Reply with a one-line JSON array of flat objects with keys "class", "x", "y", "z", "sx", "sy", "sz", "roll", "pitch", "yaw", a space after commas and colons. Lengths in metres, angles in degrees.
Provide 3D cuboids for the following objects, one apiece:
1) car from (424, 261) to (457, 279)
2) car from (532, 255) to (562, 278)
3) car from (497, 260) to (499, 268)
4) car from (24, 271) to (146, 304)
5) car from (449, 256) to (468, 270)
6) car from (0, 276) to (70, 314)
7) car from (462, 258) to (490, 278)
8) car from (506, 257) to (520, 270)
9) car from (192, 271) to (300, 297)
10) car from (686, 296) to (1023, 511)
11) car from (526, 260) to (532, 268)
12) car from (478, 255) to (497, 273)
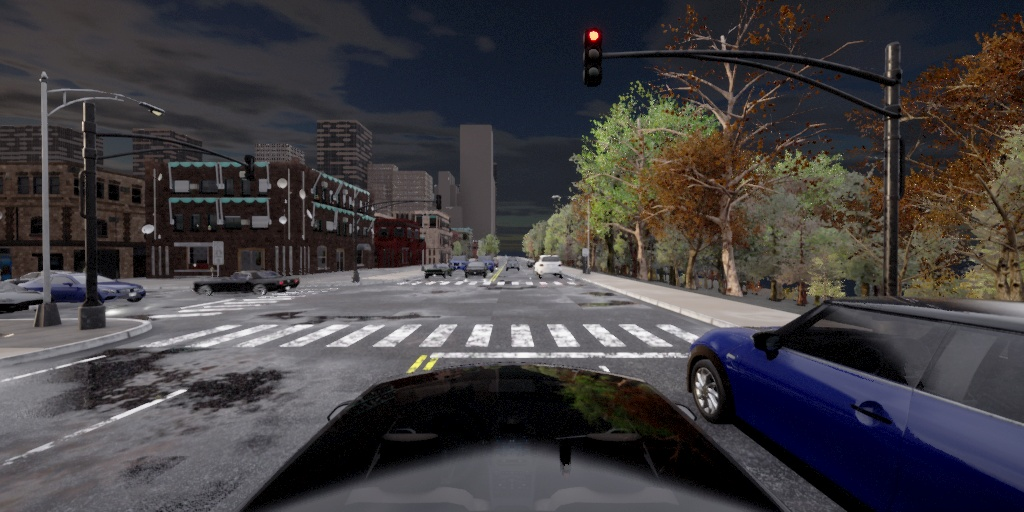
[{"class": "car", "x": -6.594, "y": 1.340, "z": 32.785, "sx": 1.895, "sy": 1.301, "sz": 4.718, "roll": 0, "pitch": 0, "yaw": 0}, {"class": "car", "x": 3.357, "y": 0.960, "z": 33.533, "sx": 2.150, "sy": 2.045, "sz": 5.566, "roll": 0, "pitch": 0, "yaw": 0}, {"class": "car", "x": -3.305, "y": 1.079, "z": 58.689, "sx": 2.097, "sy": 1.767, "sz": 4.553, "roll": 0, "pitch": 0, "yaw": 0}, {"class": "car", "x": -19.324, "y": 1.490, "z": 16.068, "sx": 4.674, "sy": 1.442, "sz": 1.812, "roll": -1, "pitch": 1, "yaw": 0}, {"class": "car", "x": -6.577, "y": 0.956, "z": 44.814, "sx": 2.150, "sy": 2.045, "sz": 5.566, "roll": 0, "pitch": 0, "yaw": -1}, {"class": "car", "x": -19.944, "y": 1.564, "z": 13.361, "sx": 4.313, "sy": 1.339, "sz": 1.948, "roll": 0, "pitch": 0, "yaw": 0}, {"class": "car", "x": -3.340, "y": 1.217, "z": 34.015, "sx": 1.882, "sy": 1.535, "sz": 5.008, "roll": 0, "pitch": 0, "yaw": -2}, {"class": "car", "x": 0.108, "y": 1.279, "z": 50.788, "sx": 2.033, "sy": 1.411, "sz": 5.357, "roll": 0, "pitch": 0, "yaw": 0}, {"class": "car", "x": -14.261, "y": 1.469, "z": 19.299, "sx": 4.718, "sy": 1.301, "sz": 1.895, "roll": -1, "pitch": 1, "yaw": 1}, {"class": "car", "x": 3.351, "y": 1.102, "z": 2.900, "sx": 2.097, "sy": 1.767, "sz": 4.553, "roll": 0, "pitch": 0, "yaw": 0}, {"class": "car", "x": 3.360, "y": 1.328, "z": 59.328, "sx": 1.895, "sy": 1.301, "sz": 4.718, "roll": 0, "pitch": 0, "yaw": 0}, {"class": "car", "x": -3.333, "y": 0.954, "z": 44.307, "sx": 2.150, "sy": 2.045, "sz": 5.566, "roll": 0, "pitch": 0, "yaw": 0}]
